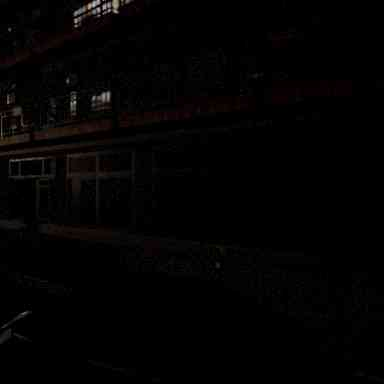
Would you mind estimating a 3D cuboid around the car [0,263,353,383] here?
[{"bbox_3d":[-0.694,1.549,3.365,4.313,1.339,1.947,0,0,35],"label":"car"}]
